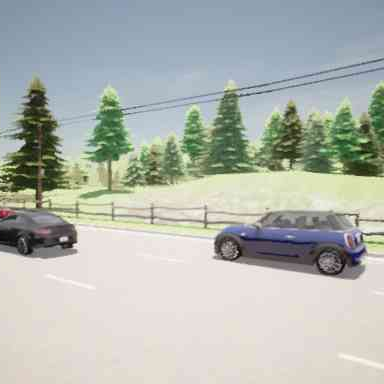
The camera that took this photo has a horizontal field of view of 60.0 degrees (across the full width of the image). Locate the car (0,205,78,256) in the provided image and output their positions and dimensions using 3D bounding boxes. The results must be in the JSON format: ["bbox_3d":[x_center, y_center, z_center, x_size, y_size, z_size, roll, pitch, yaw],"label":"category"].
[{"bbox_3d":[-6.278,1.437,12.767,4.674,1.442,1.812,1,0,36],"label":"car"}]

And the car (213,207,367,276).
[{"bbox_3d":[2.903,1.325,10.515,4.553,1.767,2.097,0,0,36],"label":"car"}]
